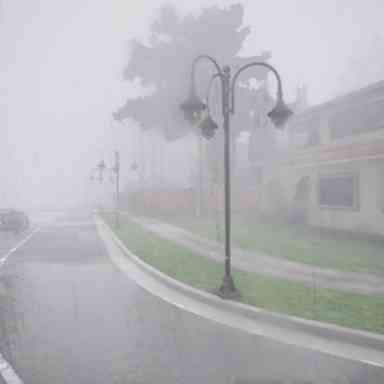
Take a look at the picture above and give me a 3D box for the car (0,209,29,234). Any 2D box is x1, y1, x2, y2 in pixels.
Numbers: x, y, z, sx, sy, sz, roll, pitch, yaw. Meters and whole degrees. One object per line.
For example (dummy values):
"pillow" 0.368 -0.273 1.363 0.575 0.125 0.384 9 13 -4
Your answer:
"car" -11.004 1.675 19.755 1.994 1.385 4.181 0 0 -19
